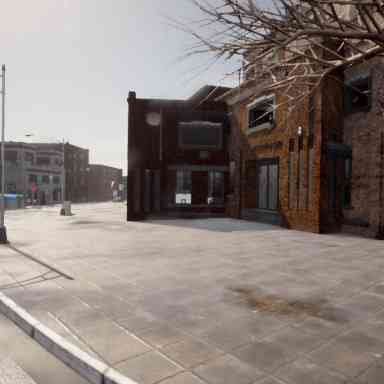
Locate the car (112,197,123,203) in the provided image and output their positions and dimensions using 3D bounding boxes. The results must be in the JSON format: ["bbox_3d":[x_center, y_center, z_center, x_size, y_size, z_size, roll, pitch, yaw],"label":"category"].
[{"bbox_3d":[-18.535,1.937,82.935,1.837,1.490,4.892,1,-1,2],"label":"car"}]
